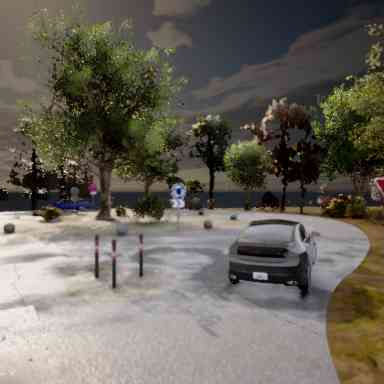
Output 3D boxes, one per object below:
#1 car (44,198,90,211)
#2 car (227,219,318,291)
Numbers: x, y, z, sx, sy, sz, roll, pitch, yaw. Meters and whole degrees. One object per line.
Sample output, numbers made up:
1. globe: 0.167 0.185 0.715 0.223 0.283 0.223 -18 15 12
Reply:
1. car: -14.391 1.480 38.249 5.008 1.535 1.882 0 -1 -34
2. car: 2.363 1.509 9.226 1.837 1.490 4.892 0 0 22
